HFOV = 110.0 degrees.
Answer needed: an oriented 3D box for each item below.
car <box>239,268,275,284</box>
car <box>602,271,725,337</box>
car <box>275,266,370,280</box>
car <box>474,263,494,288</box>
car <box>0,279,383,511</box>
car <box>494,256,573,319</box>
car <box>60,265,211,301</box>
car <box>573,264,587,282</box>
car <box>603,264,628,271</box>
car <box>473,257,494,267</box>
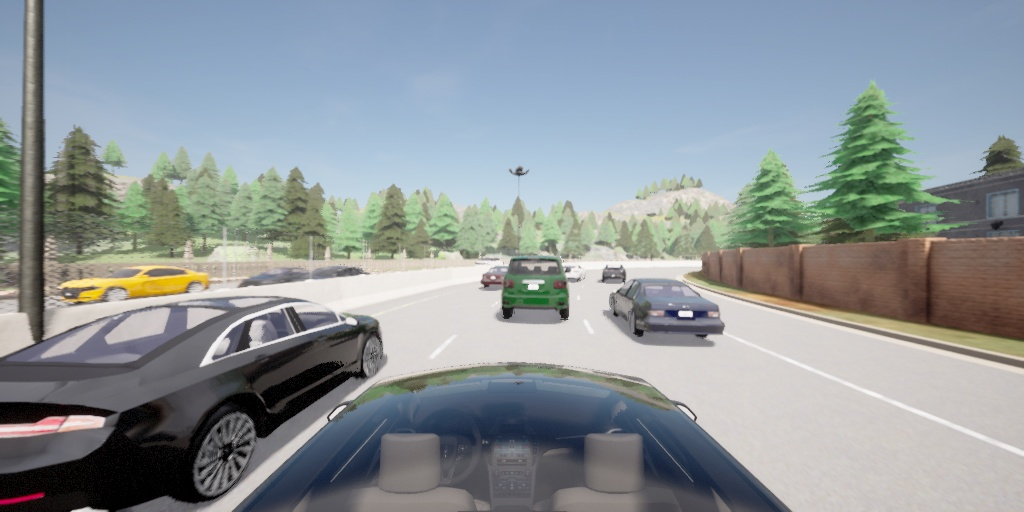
[{"bbox_3d":[-12.346,1.304,19.366,1.994,1.385,4.181,0,0,10],"label":"car"},{"bbox_3d":[4.133,1.344,10.472,2.033,1.411,5.357,0,0,6],"label":"car"},{"bbox_3d":[-9.032,1.258,18.075,1.837,1.490,4.892,0,0,10],"label":"car"},{"bbox_3d":[-0.532,1.361,24.057,2.033,1.411,5.357,0,0,14],"label":"car"},{"bbox_3d":[-3.221,1.233,4.405,2.128,1.511,4.902,0,0,2],"label":"car"},{"bbox_3d":[0.974,1.010,13.172,2.150,2.045,5.566,0,0,8],"label":"car"},{"bbox_3d":[-16.429,1.187,16.051,1.882,1.535,5.008,0,0,9],"label":"car"},{"bbox_3d":[5.195,1.388,30.931,1.812,1.442,4.674,0,0,19],"label":"car"},{"bbox_3d":[8.700,1.370,30.340,2.128,1.511,4.902,0,0,19],"label":"car"},{"bbox_3d":[-3.616,1.109,54.422,2.150,2.045,5.566,0,0,29],"label":"car"}]
